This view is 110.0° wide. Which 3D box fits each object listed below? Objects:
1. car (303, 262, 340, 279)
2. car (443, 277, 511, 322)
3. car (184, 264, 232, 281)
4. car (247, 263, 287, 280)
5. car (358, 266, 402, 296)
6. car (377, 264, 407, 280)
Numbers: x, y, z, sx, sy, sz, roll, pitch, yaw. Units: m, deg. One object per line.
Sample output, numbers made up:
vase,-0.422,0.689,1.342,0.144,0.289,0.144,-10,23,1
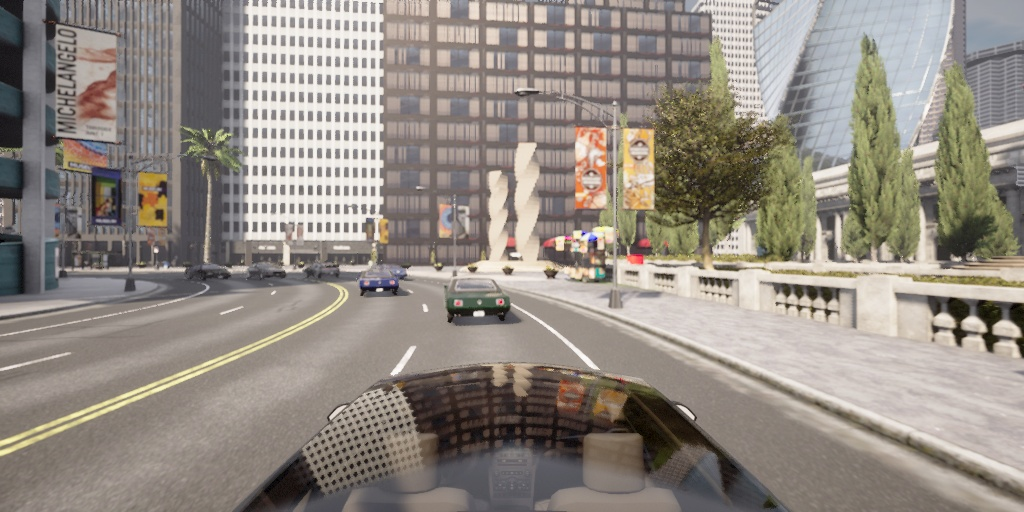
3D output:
car,-17.946,1.347,33.723,4.902,1.511,2.128,0,-1,42
car,-1.416,1.385,12.530,1.895,1.301,4.718,0,0,-12
car,-26.909,1.404,31.675,5.357,1.411,2.033,0,0,31
car,-22.278,1.362,32.516,4.892,1.490,1.837,0,-1,36
car,-7.571,1.411,20.061,1.895,1.301,4.718,0,0,-24
car,-11.227,1.396,32.070,2.033,1.411,5.357,0,0,-41
